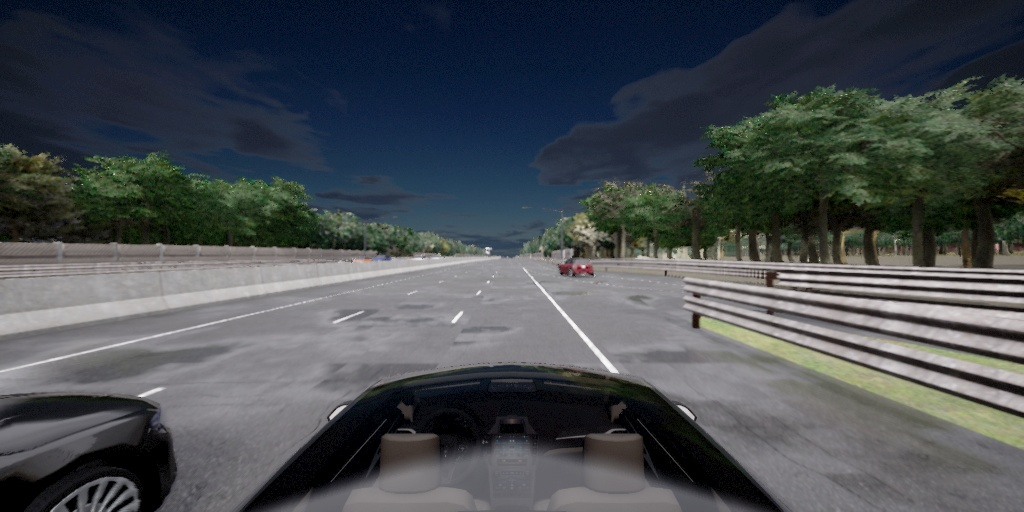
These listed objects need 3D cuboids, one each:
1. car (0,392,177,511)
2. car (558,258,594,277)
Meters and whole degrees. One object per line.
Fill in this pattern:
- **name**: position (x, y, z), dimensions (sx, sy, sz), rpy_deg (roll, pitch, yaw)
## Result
- **car**: position (-3.400, 1.246, 0.621), dimensions (2.128, 1.511, 4.902), rpy_deg (0, 0, 0)
- **car**: position (5.842, 0.974, 33.460), dimensions (2.097, 1.767, 4.553), rpy_deg (-2, 0, -12)
